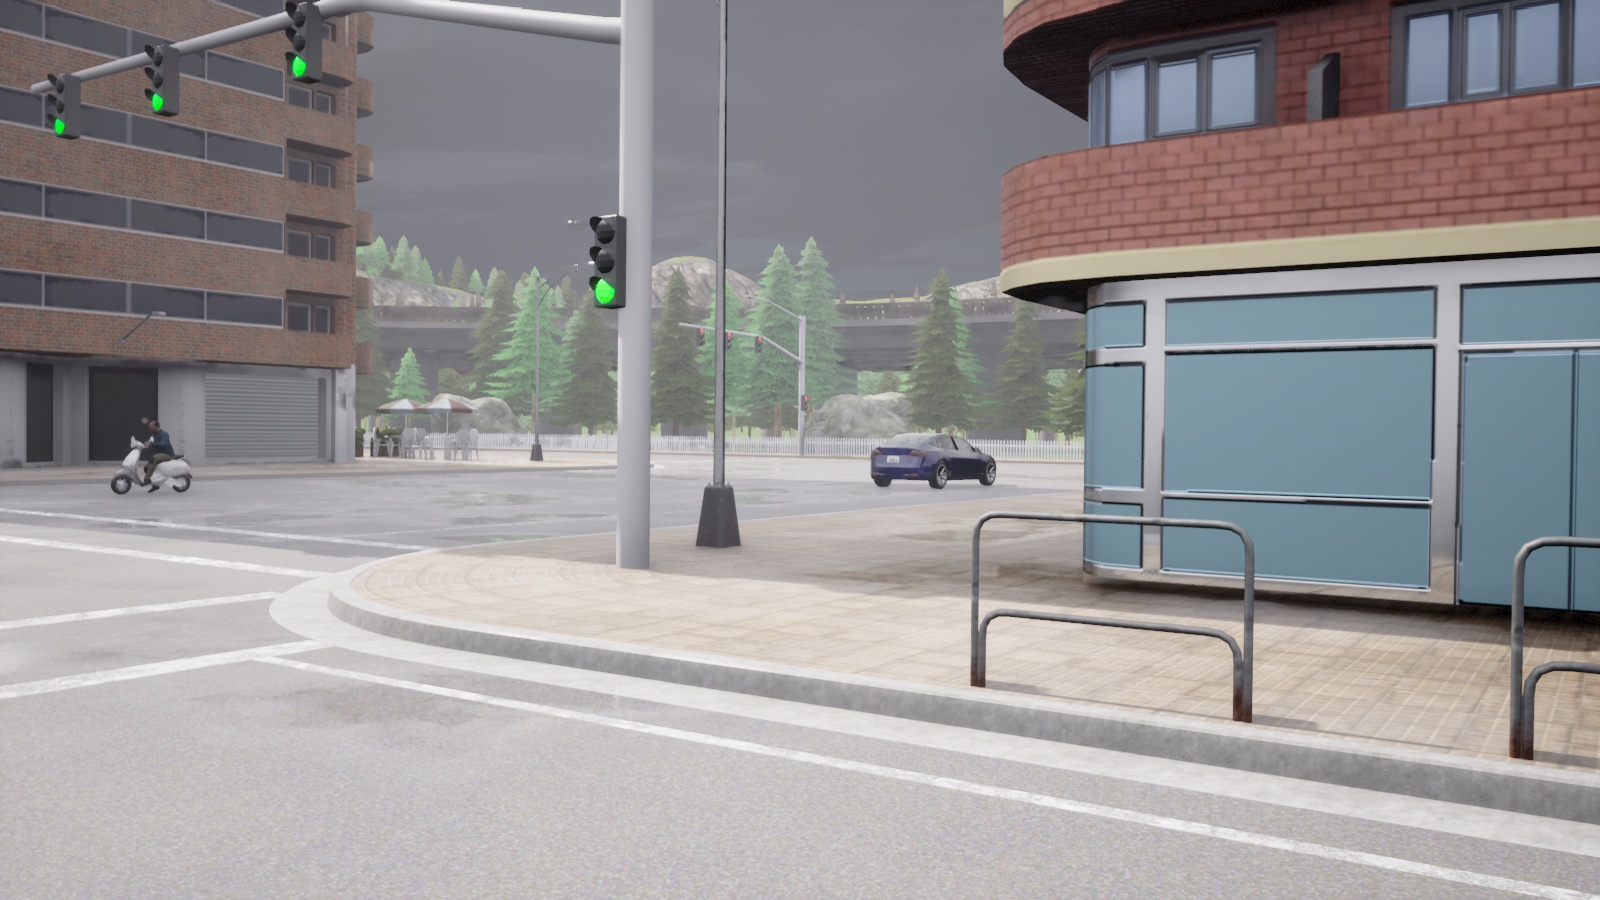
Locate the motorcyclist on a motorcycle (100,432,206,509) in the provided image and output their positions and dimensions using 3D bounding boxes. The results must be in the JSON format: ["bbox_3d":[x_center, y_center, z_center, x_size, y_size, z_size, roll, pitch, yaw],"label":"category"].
[{"bbox_3d":[-14.009,0.414,27.230,0.866,1.590,1.817,0,1,34],"label":"motorcyclist on a motorcycle"}]

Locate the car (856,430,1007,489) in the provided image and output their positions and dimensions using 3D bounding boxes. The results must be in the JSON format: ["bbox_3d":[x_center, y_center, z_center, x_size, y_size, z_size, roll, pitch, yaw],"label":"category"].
[{"bbox_3d":[3.731,0.207,34.811,2.163,1.488,4.792,0,1,34],"label":"car"}]
